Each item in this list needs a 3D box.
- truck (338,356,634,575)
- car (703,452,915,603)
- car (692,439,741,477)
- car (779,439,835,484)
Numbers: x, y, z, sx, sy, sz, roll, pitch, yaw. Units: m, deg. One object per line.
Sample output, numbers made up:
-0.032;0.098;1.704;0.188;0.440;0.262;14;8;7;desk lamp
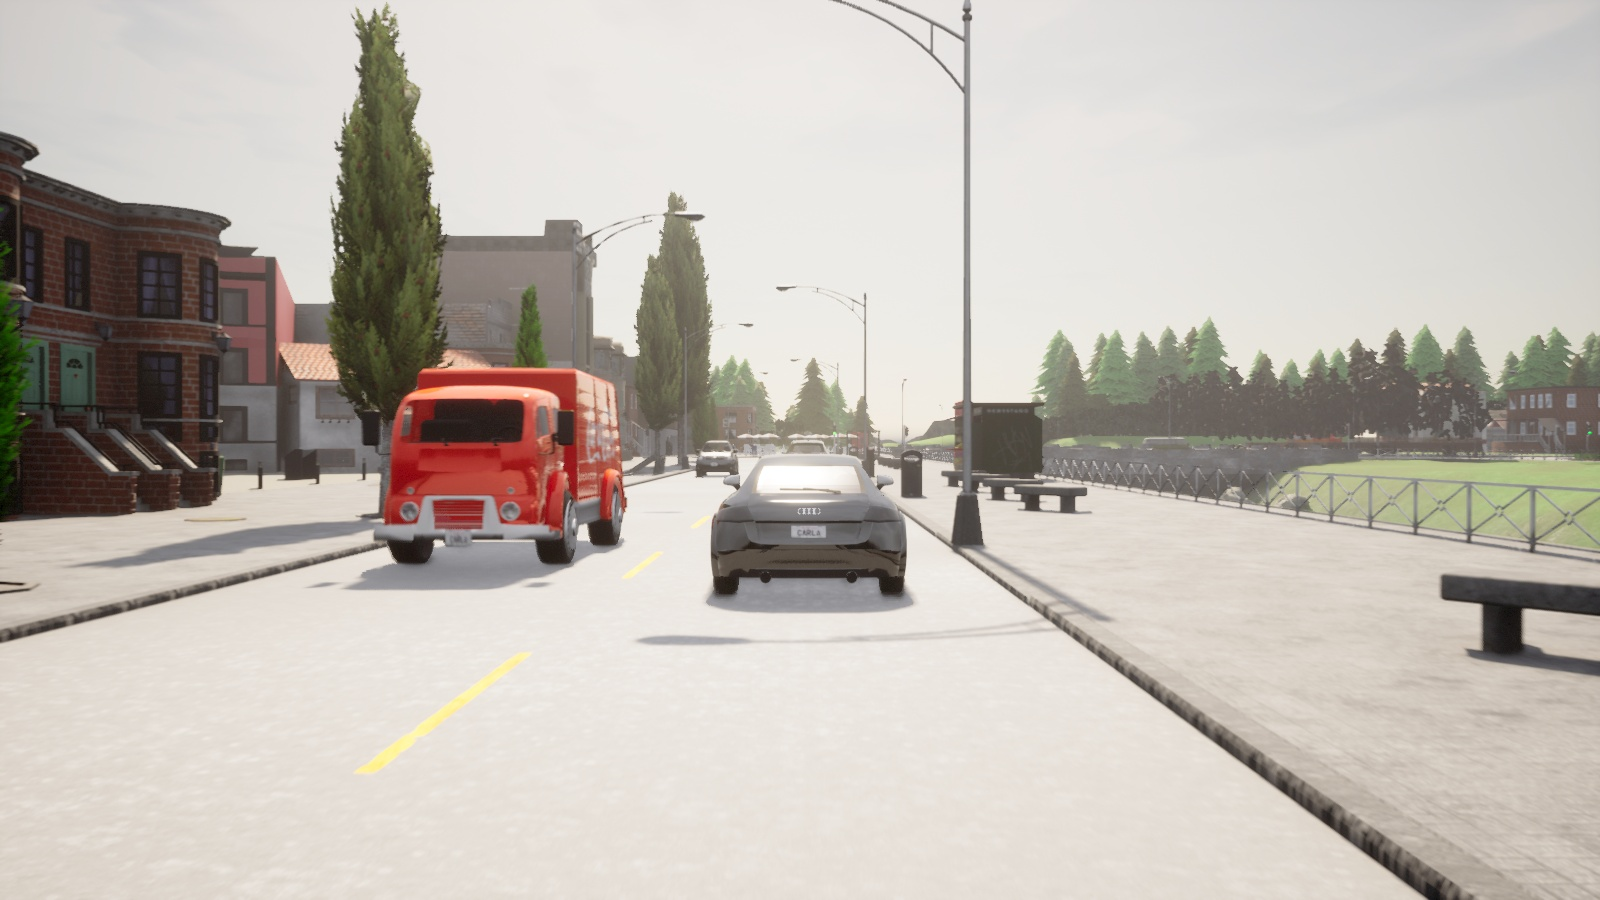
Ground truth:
-3.891;0.162;16.775;2.627;2.467;5.204;0;0;0;truck
0.092;0.732;13.911;1.994;1.385;4.181;0;0;0;car
-3.675;0.327;55.819;1.851;1.617;3.988;0;0;0;car
0.282;0.405;48.268;2.033;1.649;4.856;0;0;0;car
